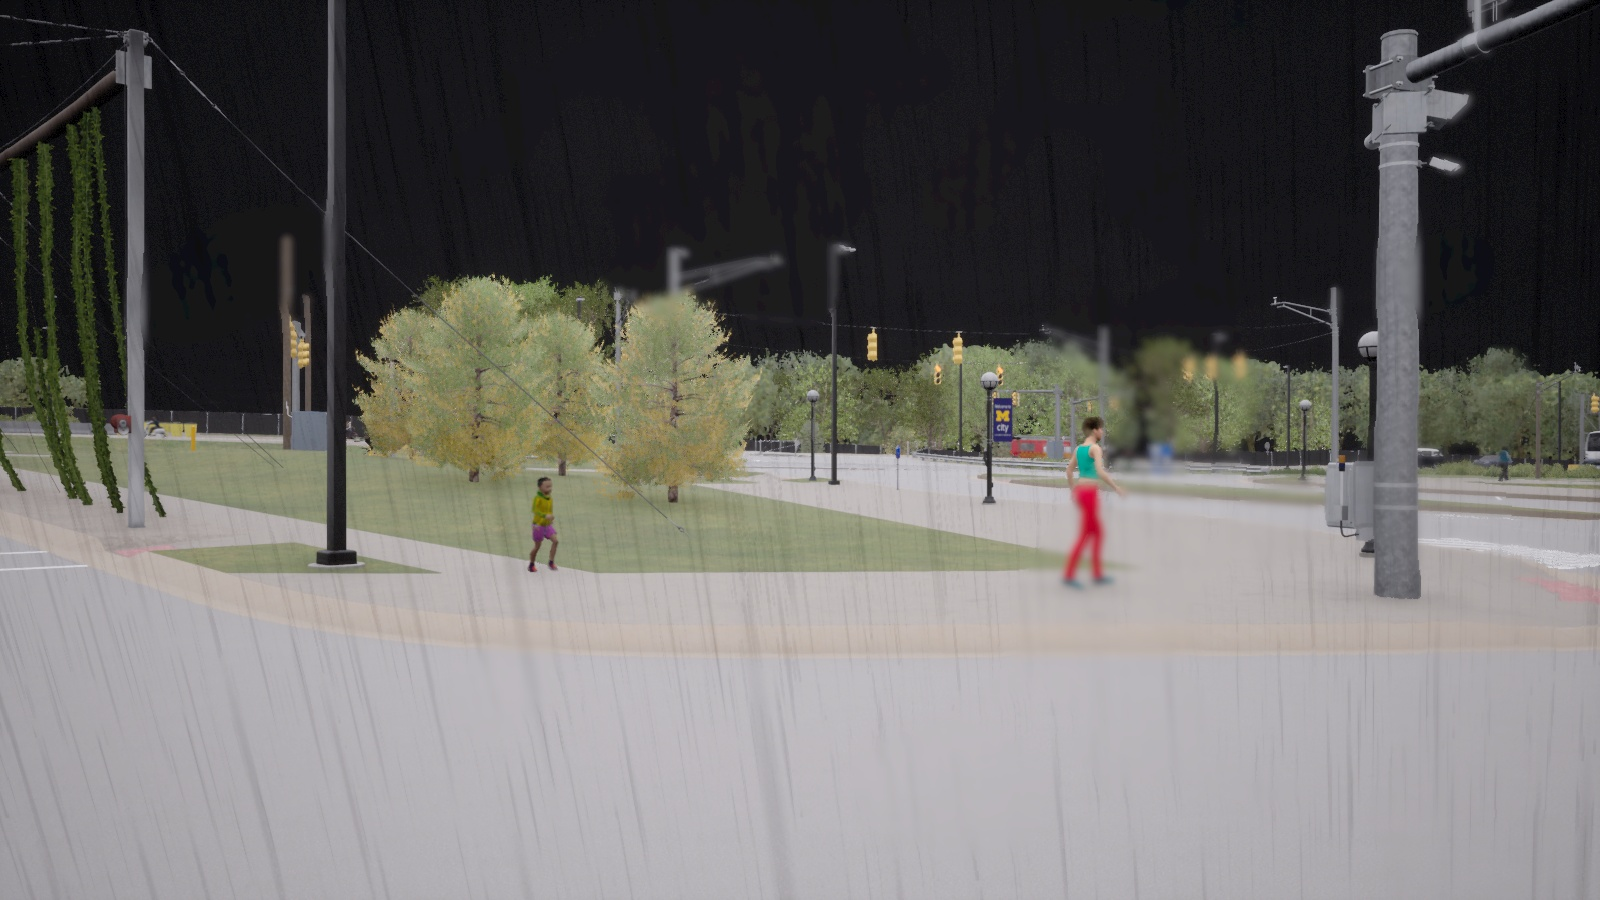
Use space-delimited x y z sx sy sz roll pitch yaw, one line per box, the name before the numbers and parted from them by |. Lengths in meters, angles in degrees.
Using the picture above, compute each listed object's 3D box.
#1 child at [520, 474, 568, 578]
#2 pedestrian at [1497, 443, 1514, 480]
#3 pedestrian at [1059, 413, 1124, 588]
child | -2.935 0.857 14.382 0.473 1.160 0.299 0 0 37
pedestrian | 37.010 0.578 65.896 0.692 1.930 0.396 0 0 -18
pedestrian | 3.107 0.526 13.404 0.594 1.836 0.345 0 0 -9
